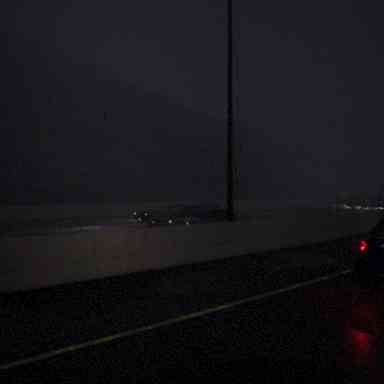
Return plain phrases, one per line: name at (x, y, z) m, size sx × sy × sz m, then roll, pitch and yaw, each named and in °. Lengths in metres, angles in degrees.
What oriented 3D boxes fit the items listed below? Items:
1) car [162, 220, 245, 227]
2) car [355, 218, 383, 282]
car at (0.985, 1.623, 18.130) m, size 4.718 × 1.301 × 1.895 m, roll 0°, pitch 0°, yaw -39°
car at (6.195, 1.360, 8.629) m, size 4.553 × 1.767 × 2.097 m, roll 0°, pitch 0°, yaw -38°
